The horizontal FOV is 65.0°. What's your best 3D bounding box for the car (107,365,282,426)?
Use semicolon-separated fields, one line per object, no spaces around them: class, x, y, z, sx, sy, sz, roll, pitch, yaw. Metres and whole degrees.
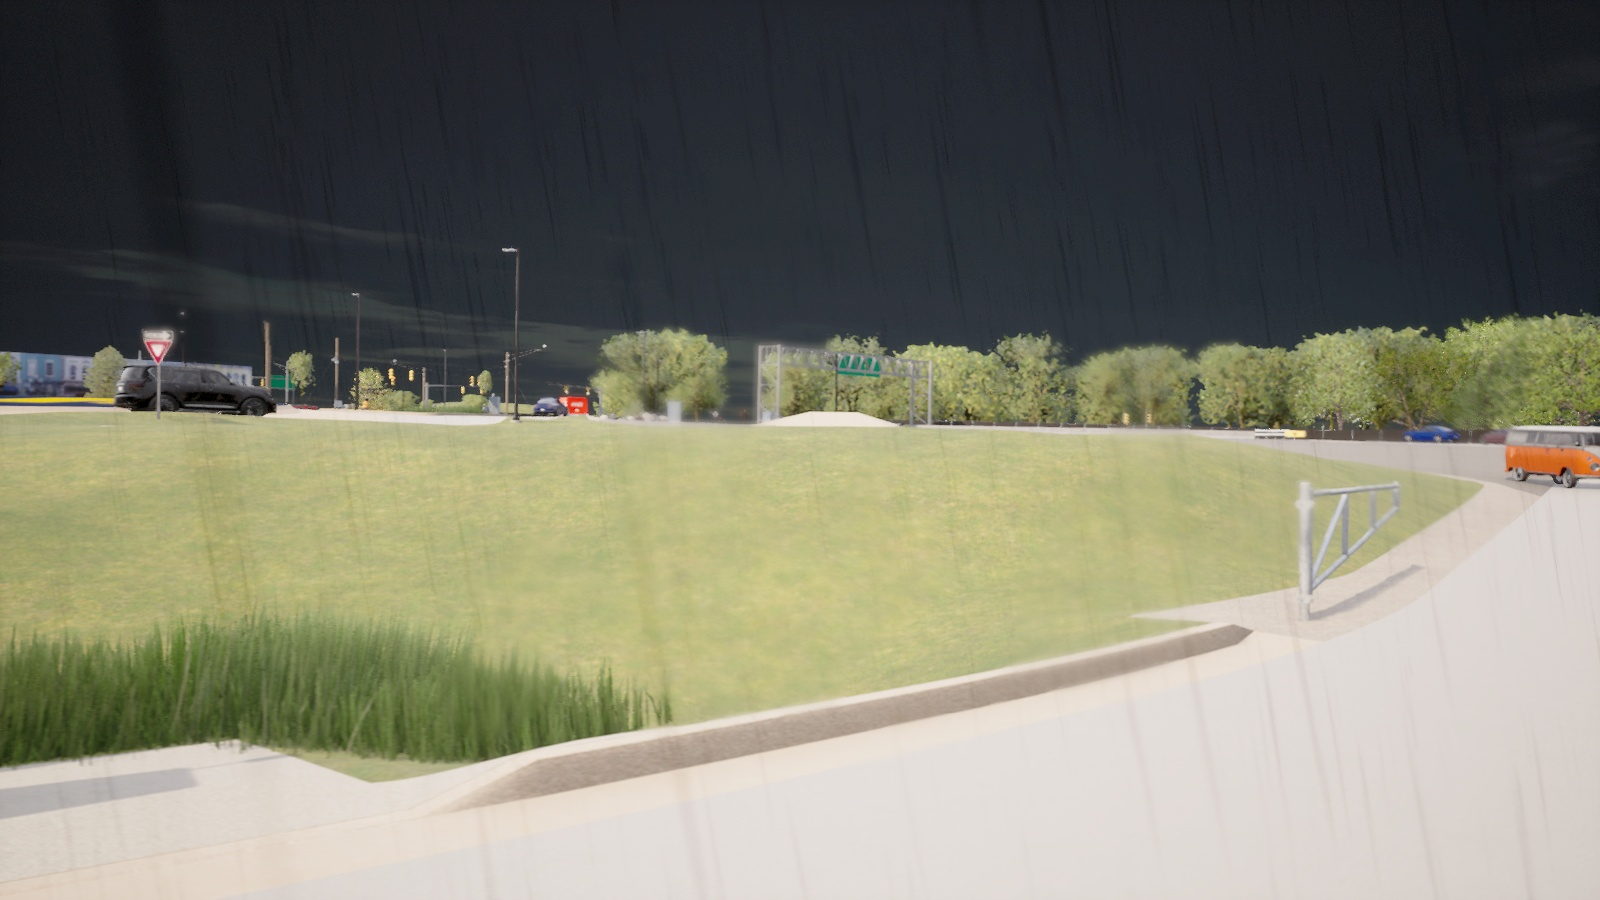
car;-22.860;-2.008;47.612;2.150;2.045;5.566;0;0;44

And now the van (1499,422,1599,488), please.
van;25.342;0.109;41.508;1.775;1.987;4.442;0;2;-3
